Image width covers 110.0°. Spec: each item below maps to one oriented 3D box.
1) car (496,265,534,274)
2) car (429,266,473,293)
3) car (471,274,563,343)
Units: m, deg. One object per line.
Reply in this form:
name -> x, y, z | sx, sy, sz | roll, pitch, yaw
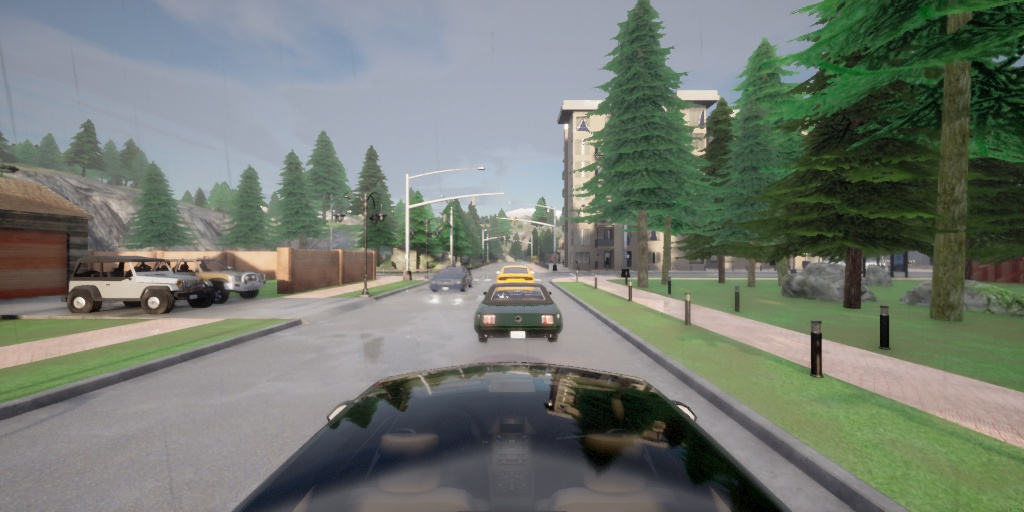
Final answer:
car -> 0.180, 1.228, 19.017 | 1.882, 1.535, 5.008 | 0, 0, 0
car -> -3.420, 1.298, 21.208 | 2.033, 1.411, 5.357 | 0, 0, 1
car -> 0.148, 1.351, 9.677 | 1.895, 1.301, 4.718 | 0, 0, 0
